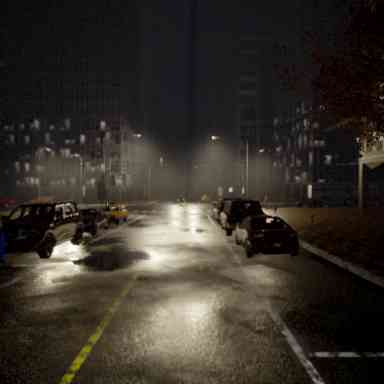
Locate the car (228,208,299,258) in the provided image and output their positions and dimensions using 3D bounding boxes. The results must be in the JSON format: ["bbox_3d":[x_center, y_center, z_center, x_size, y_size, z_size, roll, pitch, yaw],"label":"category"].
[{"bbox_3d":[2.679,1.533,12.678,1.887,1.381,4.507,-1,0,0],"label":"car"}]

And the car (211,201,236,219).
[{"bbox_3d":[2.682,1.553,29.555,1.802,1.307,4.206,-1,0,0],"label":"car"}]

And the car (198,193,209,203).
[{"bbox_3d":[2.816,1.445,69.093,1.752,1.417,4.829,-1,0,0],"label":"car"}]

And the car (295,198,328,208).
[{"bbox_3d":[16.134,1.503,44.830,4.313,1.339,1.947,0,1,-5],"label":"car"}]

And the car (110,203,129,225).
[{"bbox_3d":[-5.700,1.503,23.761,1.752,1.417,4.829,-1,0,0],"label":"car"}]

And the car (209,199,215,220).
[{"bbox_3d":[2.675,1.293,23.930,2.192,1.841,5.009,-1,0,0],"label":"car"}]

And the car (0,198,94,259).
[{"bbox_3d":[-5.706,1.304,12.680,2.192,1.841,5.009,-1,0,0],"label":"car"}]

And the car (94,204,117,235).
[{"bbox_3d":[-5.700,1.565,18.306,1.802,1.307,4.206,-1,0,0],"label":"car"}]

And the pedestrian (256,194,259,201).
[{"bbox_3d":[7.141,1.117,36.102,0.375,1.860,0.375,-1,1,0],"label":"pedestrian"}]

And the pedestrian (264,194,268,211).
[{"bbox_3d":[8.141,1.140,36.702,0.375,1.860,0.375,-1,1,0],"label":"pedestrian"}]

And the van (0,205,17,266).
[{"bbox_3d":[-5.706,1.335,7.054,1.690,1.788,3.998,-1,0,0],"label":"van"}]

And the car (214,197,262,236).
[{"bbox_3d":[2.675,1.298,18.304,2.192,1.841,5.009,-1,0,0],"label":"car"}]

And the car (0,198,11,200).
[{"bbox_3d":[-28.191,1.596,49.164,4.206,1.307,1.802,0,1,-5],"label":"car"}]

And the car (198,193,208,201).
[{"bbox_3d":[2.724,1.208,84.174,2.192,1.841,5.009,-1,0,0],"label":"car"}]

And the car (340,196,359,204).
[{"bbox_3d":[26.446,1.258,54.195,4.313,1.339,1.947,0,1,-5],"label":"car"}]

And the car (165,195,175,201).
[{"bbox_3d":[-5.828,1.458,84.725,1.947,1.339,4.313,-1,0,0],"label":"car"}]

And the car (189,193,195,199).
[{"bbox_3d":[0.013,1.375,91.685,1.895,1.301,4.718,0,0,0],"label":"car"}]

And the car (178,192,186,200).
[{"bbox_3d":[-2.987,1.094,94.774,2.150,2.045,5.566,0,0,0],"label":"car"}]

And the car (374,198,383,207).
[{"bbox_3d":[27.388,1.452,45.868,4.206,1.307,1.802,0,1,-5],"label":"car"}]
